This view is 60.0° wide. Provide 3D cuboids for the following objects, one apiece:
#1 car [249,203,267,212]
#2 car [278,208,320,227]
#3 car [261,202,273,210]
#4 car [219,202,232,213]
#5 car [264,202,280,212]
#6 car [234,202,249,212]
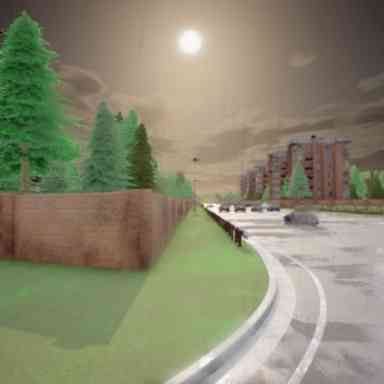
[{"bbox_3d":[13.776,3.523,70.484,2.033,1.411,5.357,-1,-2,1],"label":"car"},{"bbox_3d":[9.634,2.356,29.719,2.033,1.411,5.357,-1,-2,1],"label":"car"},{"bbox_3d":[21.079,3.817,93.109,2.150,2.045,5.566,-1,-2,1],"label":"car"},{"bbox_3d":[6.762,3.371,69.566,2.097,1.767,4.553,-1,-2,1],"label":"car"},{"bbox_3d":[17.277,3.311,70.598,2.097,1.767,4.553,-1,-2,1],"label":"car"},{"bbox_3d":[10.280,3.381,70.948,2.097,1.767,4.553,-1,-2,1],"label":"car"}]
